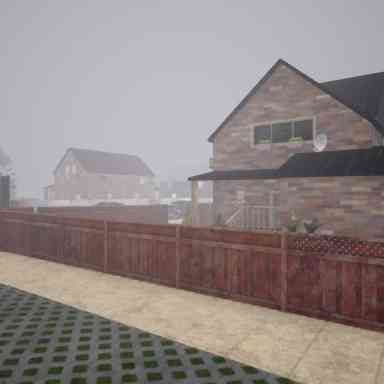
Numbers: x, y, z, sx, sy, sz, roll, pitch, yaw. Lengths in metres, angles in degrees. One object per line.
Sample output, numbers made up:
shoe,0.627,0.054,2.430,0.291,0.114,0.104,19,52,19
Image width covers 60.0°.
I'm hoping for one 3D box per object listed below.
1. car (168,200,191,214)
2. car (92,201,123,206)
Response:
car,-1.313,1.709,38.873,1.837,1.490,4.892,0,-1,36
car,-7.835,1.634,29.741,1.837,1.490,4.892,0,0,35
